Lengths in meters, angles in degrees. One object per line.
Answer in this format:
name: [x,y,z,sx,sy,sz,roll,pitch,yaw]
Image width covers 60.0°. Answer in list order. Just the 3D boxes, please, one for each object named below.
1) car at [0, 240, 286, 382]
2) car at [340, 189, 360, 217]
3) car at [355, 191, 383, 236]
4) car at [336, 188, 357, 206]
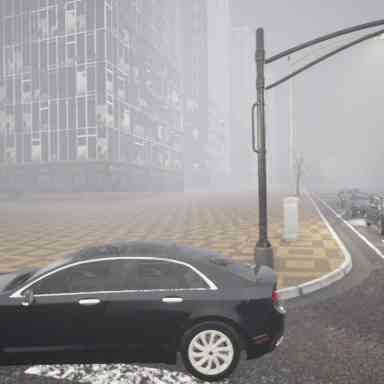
car: [-1.173,1.505,4.800,4.892,1.490,1.837,0,0,0]
car: [10.849,0.760,20.819,1.994,1.385,4.181,-1,2,17]
car: [8.846,0.929,14.510,2.128,1.511,4.902,-1,2,18]
car: [12.799,0.454,26.897,2.128,1.511,4.902,-1,2,18]
